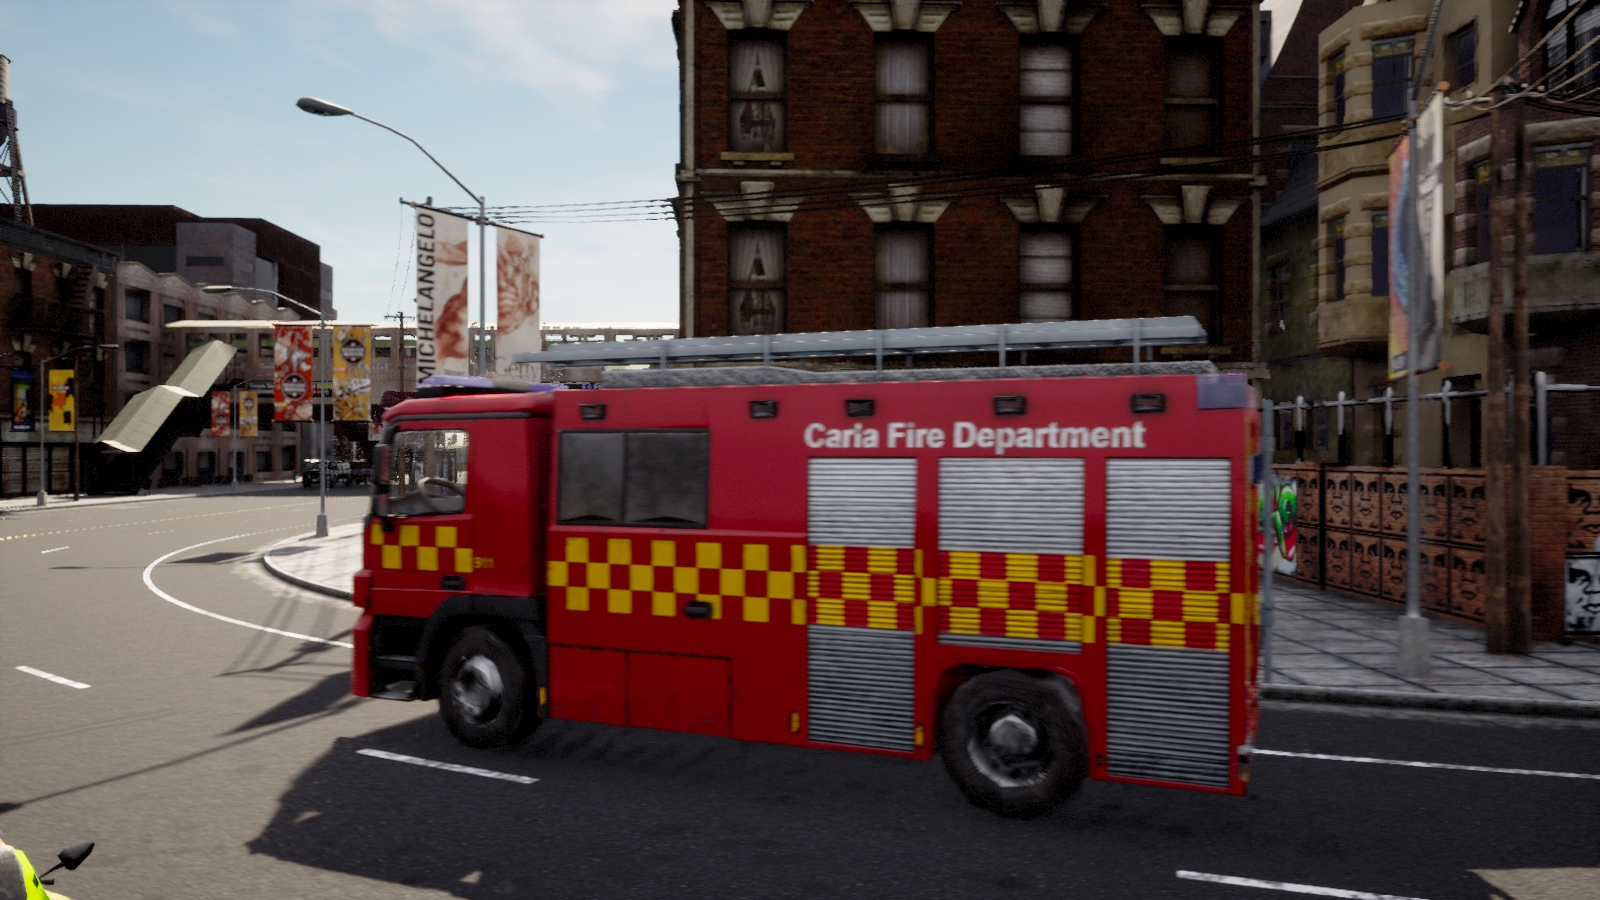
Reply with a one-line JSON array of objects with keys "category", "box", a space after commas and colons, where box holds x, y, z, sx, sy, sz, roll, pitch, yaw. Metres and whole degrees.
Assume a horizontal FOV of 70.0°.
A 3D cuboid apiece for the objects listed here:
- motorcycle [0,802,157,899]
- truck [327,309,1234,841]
[{"category": "motorcycle", "box": [-3.816, 2.215, 4.929, 2.033, 1.145, 0.803, 0, -1, 27]}, {"category": "truck", "box": [-0.336, 0.896, 11.228, 8.468, 3.827, 2.891, 0, 0, 23]}]
